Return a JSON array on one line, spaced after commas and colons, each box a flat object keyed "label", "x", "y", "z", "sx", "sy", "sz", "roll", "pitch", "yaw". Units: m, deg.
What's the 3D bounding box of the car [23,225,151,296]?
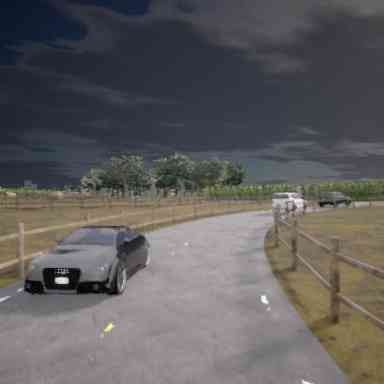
[{"label": "car", "x": -2.400, "y": 1.575, "z": 8.614, "sx": 1.994, "sy": 1.385, "sz": 4.181, "roll": -1, "pitch": 0, "yaw": 6}]

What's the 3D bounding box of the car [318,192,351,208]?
[{"label": "car", "x": 18.879, "y": 0.996, "z": 44.085, "sx": 5.566, "sy": 2.045, "sz": 2.150, "roll": -1, "pitch": -1, "yaw": -38}]

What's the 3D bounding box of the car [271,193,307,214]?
[{"label": "car", "x": 10.090, "y": 1.103, "z": 34.350, "sx": 2.150, "sy": 2.045, "sz": 5.566, "roll": -2, "pitch": -1, "yaw": 36}]
